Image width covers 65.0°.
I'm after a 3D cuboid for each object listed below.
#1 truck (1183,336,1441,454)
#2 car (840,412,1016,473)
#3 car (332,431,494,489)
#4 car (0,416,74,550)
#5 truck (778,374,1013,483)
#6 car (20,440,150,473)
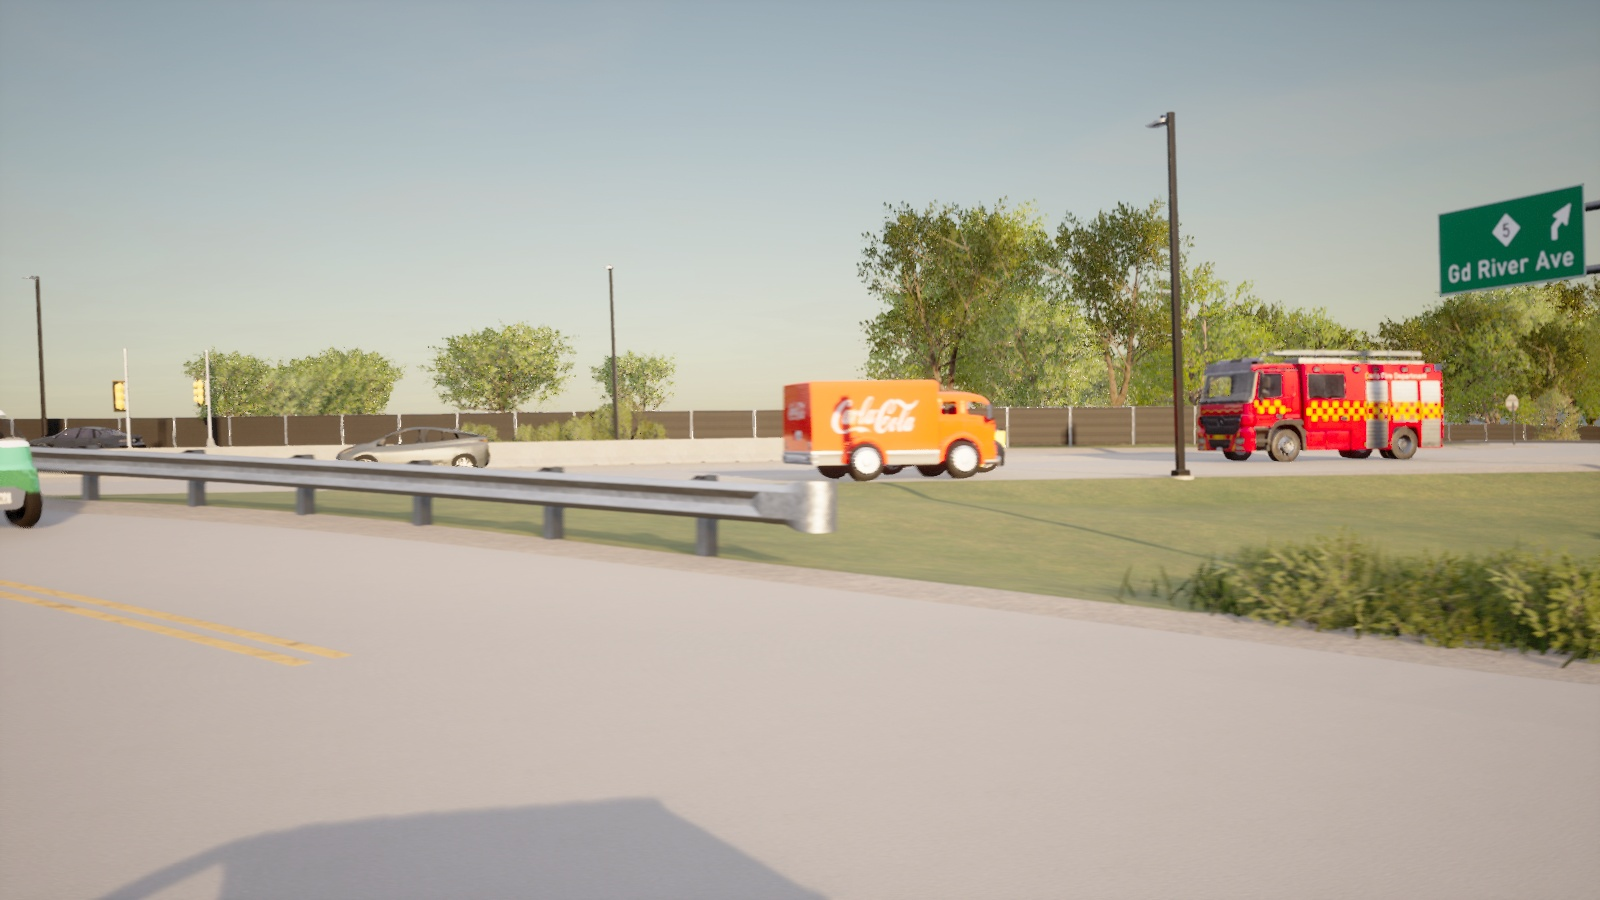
[{"bbox_3d":[18.029,-1.940,44.235,8.468,3.827,2.891,-2,1,-18],"label":"truck"},{"bbox_3d":[3.629,-0.219,35.750,4.514,1.525,2.007,-2,1,-18],"label":"car"},{"bbox_3d":[-11.706,0.280,38.017,4.514,1.525,2.007,-2,1,-18],"label":"car"},{"bbox_3d":[-9.216,0.330,13.493,2.207,1.376,1.481,1,3,28],"label":"car"},{"bbox_3d":[2.365,-0.557,31.638,5.204,2.467,2.627,-2,1,-18],"label":"truck"},{"bbox_3d":[-34.674,0.321,60.948,5.357,1.411,2.033,-1,1,8],"label":"car"}]
